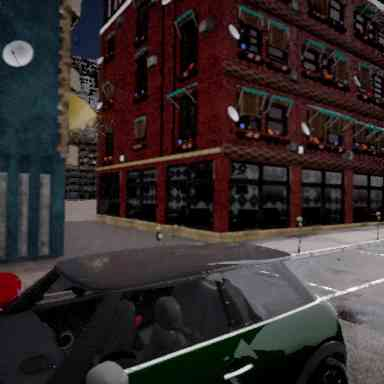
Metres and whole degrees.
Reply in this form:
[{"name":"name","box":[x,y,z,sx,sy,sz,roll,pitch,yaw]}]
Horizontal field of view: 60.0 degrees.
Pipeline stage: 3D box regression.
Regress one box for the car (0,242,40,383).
[{"name":"car","box":[-4.243,1.541,3.518,4.507,1.381,1.887,0,1,-36]}]

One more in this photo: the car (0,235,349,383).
[{"name":"car","box":[-0.682,1.357,2.889,4.553,1.767,2.097,0,0,-35]}]
